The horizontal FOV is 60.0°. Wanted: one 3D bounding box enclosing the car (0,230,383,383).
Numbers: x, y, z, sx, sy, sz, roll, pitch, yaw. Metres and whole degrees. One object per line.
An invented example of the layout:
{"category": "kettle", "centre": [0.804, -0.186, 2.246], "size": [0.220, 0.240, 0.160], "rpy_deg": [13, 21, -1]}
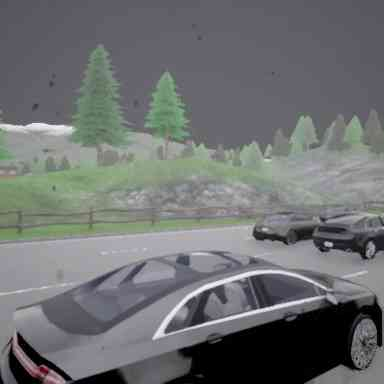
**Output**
{"category": "car", "centre": [0.462, 1.505, 4.078], "size": [4.902, 1.511, 2.128], "rpy_deg": [0, 0, -36]}

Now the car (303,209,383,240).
{"category": "car", "centre": [6.650, 1.573, 12.792], "size": [4.892, 1.490, 1.837], "rpy_deg": [1, 0, -36]}

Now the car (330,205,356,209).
{"category": "car", "centre": [11.332, 1.692, 24.734], "size": [4.181, 1.385, 1.994], "rpy_deg": [0, 0, -36]}

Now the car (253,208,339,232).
{"category": "car", "centre": [4.859, 1.635, 15.814], "size": [4.181, 1.385, 1.994], "rpy_deg": [0, 0, -36]}
